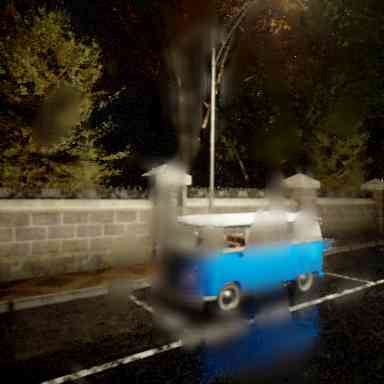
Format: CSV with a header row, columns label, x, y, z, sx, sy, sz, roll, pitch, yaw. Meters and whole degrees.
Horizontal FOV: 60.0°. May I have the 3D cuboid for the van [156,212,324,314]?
label,x,y,z,sx,sy,sz,roll,pitch,yaw
van,1.203,1.376,7.403,3.998,1.788,1.690,0,0,-35
